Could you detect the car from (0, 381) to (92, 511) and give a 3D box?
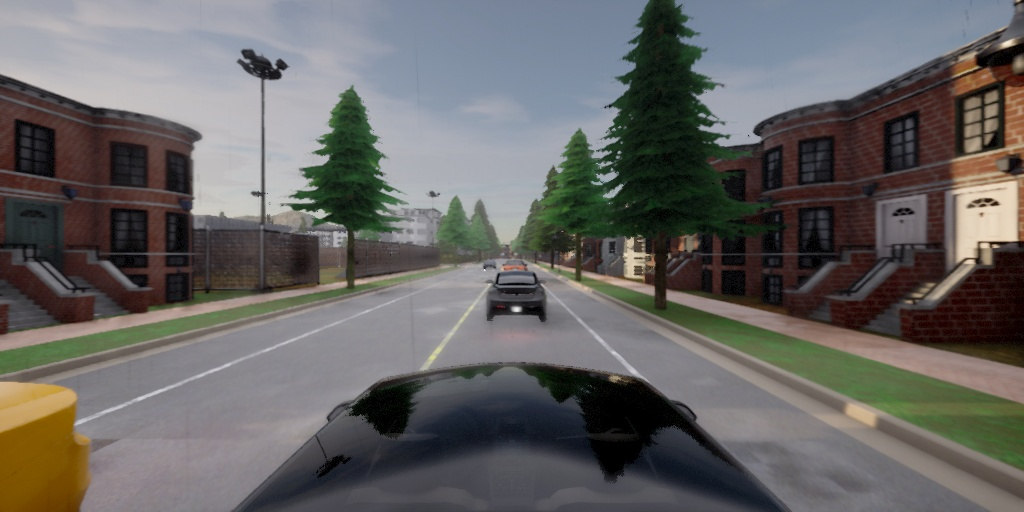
[{"bbox_3d":[-3.615,1.227,0.100,1.882,1.535,5.008,0,0,0],"label":"car"}]

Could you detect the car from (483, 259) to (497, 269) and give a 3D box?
[{"bbox_3d":[-3.266,1.216,53.432,2.033,1.411,5.357,0,0,0],"label":"car"}]

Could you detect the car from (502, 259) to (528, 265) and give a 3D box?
[{"bbox_3d":[0.236,1.059,29.982,2.097,1.767,4.553,0,0,0],"label":"car"}]

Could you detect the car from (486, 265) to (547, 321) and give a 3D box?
[{"bbox_3d":[0.147,1.239,12.439,1.837,1.490,4.892,0,0,0],"label":"car"}]
